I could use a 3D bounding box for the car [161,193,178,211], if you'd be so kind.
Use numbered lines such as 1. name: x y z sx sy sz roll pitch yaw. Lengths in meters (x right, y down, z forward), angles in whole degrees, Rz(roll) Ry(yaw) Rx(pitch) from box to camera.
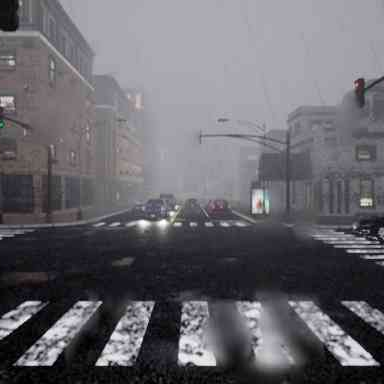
1. car: -3.161 1.197 40.941 2.150 2.045 5.566 0 0 -1

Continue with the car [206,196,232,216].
1. car: 2.639 1.416 31.800 1.967 1.590 4.097 0 0 0

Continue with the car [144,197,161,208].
1. car: -5.764 1.525 48.867 2.008 1.369 4.403 0 0 0

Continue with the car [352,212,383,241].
1. car: 10.385 1.501 16.096 4.892 1.490 1.837 0 1 3

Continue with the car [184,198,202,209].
1. car: 0.038 1.500 44.951 1.812 1.442 4.674 0 0 0

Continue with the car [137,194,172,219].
1. car: -3.139 1.328 28.928 2.097 1.767 4.553 0 0 0

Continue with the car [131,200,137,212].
1. car: -5.748 1.525 37.473 2.008 1.369 4.403 0 0 0

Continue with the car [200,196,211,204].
1. car: 2.592 1.528 65.981 2.008 1.369 4.403 -1 0 0

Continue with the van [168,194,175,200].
1. van: -5.832 1.340 94.440 1.690 1.788 3.998 -1 0 0

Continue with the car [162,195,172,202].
1. car: -5.807 1.424 77.349 1.967 1.590 4.097 0 0 0

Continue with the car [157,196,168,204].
1. car: -5.789 1.503 65.787 1.752 1.417 4.829 0 0 0

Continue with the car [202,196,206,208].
1. car: 2.624 1.556 43.194 1.802 1.307 4.206 0 0 0

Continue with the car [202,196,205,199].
1. car: 2.616 1.525 48.891 2.008 1.369 4.403 0 0 0
